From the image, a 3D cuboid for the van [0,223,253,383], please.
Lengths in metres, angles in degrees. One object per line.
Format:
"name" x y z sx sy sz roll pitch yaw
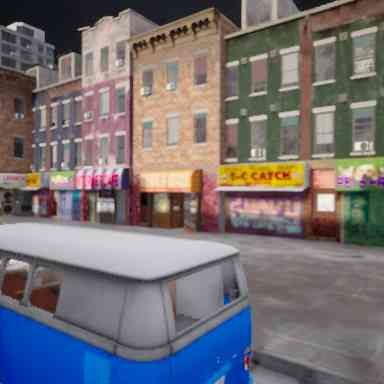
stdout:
"van" -1.316 1.323 3.744 3.998 1.788 1.690 0 0 35
